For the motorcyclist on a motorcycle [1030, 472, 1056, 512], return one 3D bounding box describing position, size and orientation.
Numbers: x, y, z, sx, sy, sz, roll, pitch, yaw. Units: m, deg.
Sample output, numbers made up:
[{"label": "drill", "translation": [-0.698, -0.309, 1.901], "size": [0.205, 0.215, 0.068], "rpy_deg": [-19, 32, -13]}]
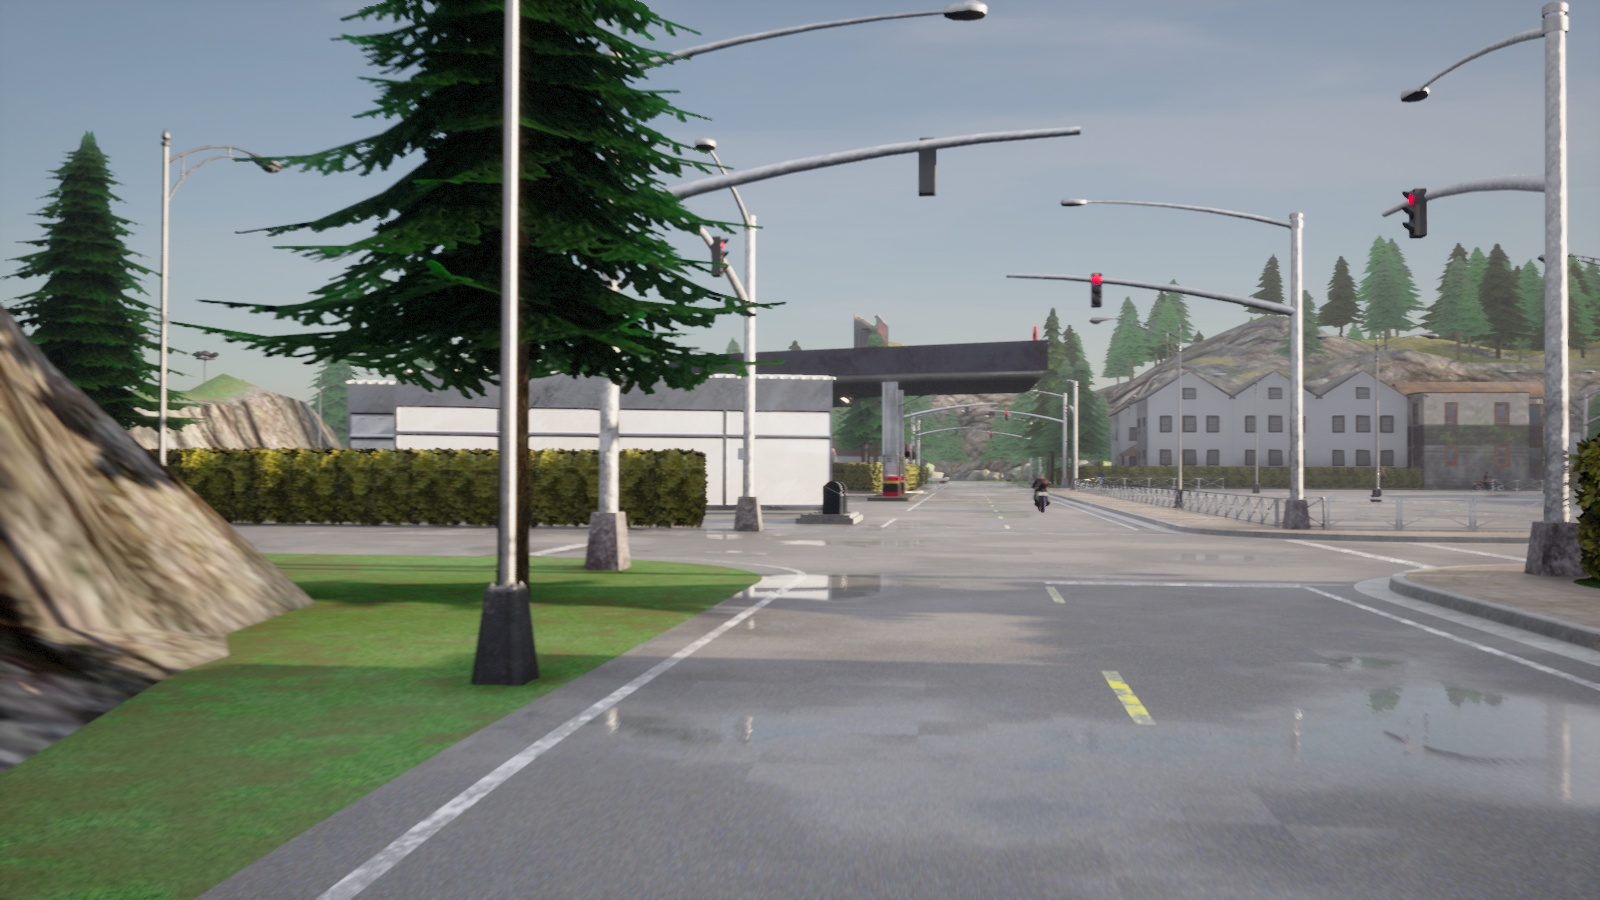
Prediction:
[{"label": "motorcyclist on a motorcycle", "translation": [9.563, 1.650, 49.511], "size": [0.866, 1.530, 2.191], "rpy_deg": [0, -1, 8]}]
